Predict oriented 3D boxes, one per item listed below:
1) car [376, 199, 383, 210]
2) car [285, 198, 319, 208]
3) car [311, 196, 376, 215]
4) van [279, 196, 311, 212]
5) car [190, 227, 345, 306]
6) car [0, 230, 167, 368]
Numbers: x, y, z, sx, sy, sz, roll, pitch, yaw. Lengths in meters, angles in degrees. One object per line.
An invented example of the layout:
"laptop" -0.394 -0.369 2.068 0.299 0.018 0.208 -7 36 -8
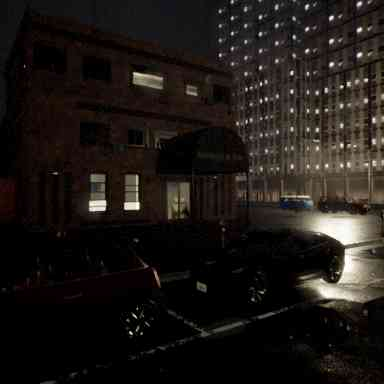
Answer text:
"car" 21.779 1.497 37.803 2.008 1.369 4.403 0 0 -35
"car" 15.448 1.512 46.899 1.802 1.307 4.206 0 0 -35
"car" 14.899 1.307 33.014 2.192 1.841 5.009 0 0 -35
"van" 11.734 1.325 37.562 1.690 1.788 3.998 0 0 -35
"car" 1.970 1.565 8.036 4.313 1.339 1.947 0 0 -35
"car" -2.496 1.440 4.787 4.097 1.590 1.967 0 0 -35
